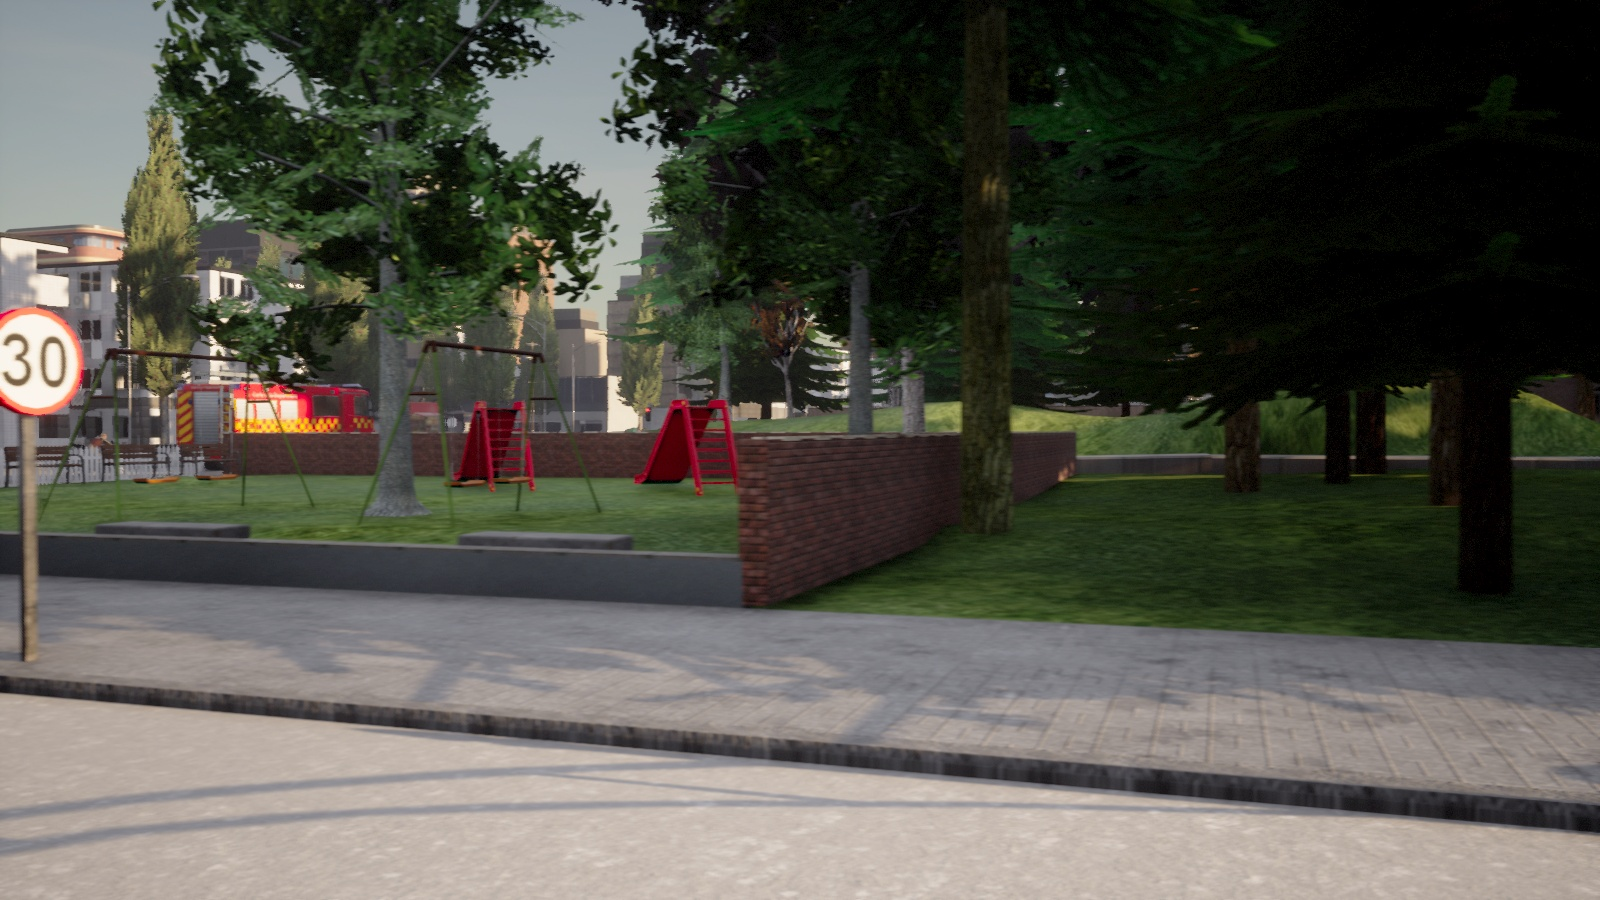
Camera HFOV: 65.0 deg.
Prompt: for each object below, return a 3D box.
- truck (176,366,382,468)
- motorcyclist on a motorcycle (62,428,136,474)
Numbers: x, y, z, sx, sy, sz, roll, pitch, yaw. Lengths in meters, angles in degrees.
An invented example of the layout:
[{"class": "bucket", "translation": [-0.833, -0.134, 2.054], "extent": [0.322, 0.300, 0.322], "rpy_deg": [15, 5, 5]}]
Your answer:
[{"class": "truck", "translation": [-21.019, -1.303, 51.357], "extent": [2.891, 3.827, 8.468], "rpy_deg": [1, 1, 19]}, {"class": "motorcyclist on a motorcycle", "translation": [-23.908, 0.022, 42.873], "extent": [0.866, 1.530, 2.191], "rpy_deg": [1, 1, 19]}]
